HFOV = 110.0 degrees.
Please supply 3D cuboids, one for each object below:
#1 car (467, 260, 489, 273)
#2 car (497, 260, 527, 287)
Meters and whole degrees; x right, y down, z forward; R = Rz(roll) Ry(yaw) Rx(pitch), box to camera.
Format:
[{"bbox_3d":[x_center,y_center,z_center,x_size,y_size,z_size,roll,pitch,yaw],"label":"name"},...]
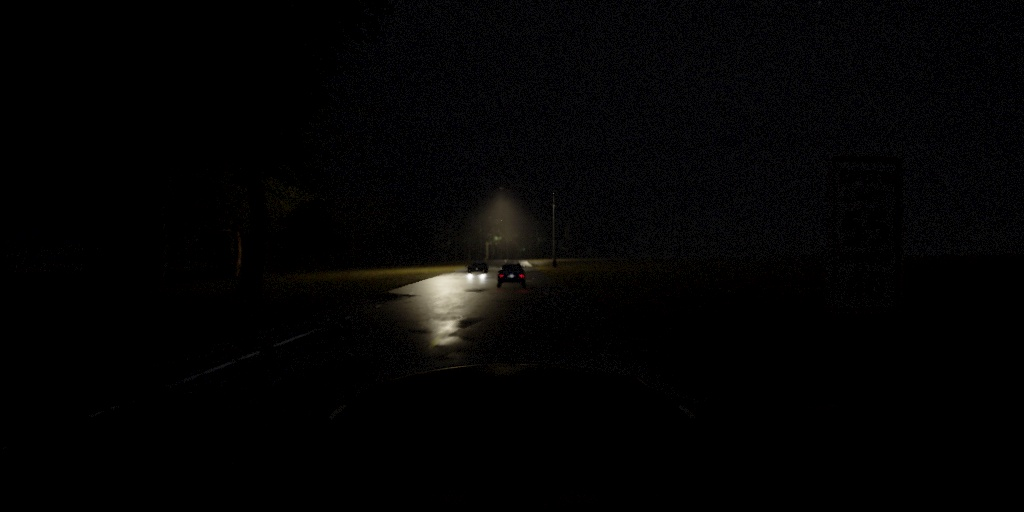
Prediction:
[{"bbox_3d":[-3.529,1.101,38.015,1.994,1.385,4.181,0,1,0],"label":"car"},{"bbox_3d":[-0.008,1.204,23.616,2.033,1.411,5.357,0,0,1],"label":"car"}]
